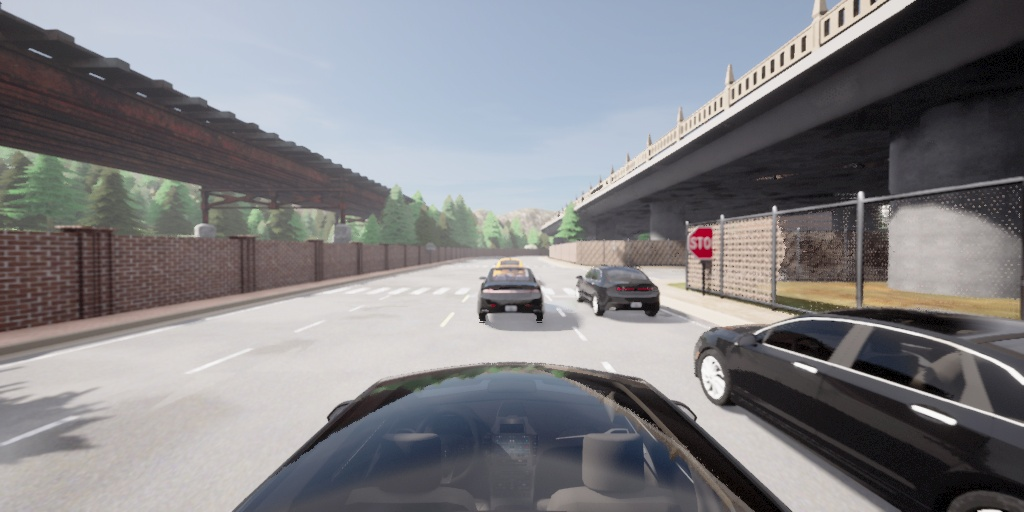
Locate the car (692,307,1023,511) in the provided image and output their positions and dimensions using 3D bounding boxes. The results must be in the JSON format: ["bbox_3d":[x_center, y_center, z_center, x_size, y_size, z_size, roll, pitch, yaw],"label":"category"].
[{"bbox_3d":[3.552,1.232,3.257,1.837,1.490,4.892,0,1,-1],"label":"car"}]

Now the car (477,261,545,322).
[{"bbox_3d":[-0.048,1.084,11.499,2.128,1.511,4.902,0,1,-1],"label":"car"}]

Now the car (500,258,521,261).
[{"bbox_3d":[-0.103,0.892,22.690,1.882,1.535,5.008,0,1,0],"label":"car"}]

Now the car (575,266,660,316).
[{"bbox_3d":[3.446,1.085,12.427,1.837,1.490,4.892,0,1,-1],"label":"car"}]
